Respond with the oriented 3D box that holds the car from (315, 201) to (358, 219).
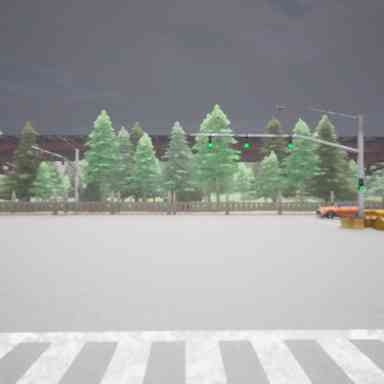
[{"bbox_3d":[14.919,1.775,33.600,4.553,1.767,2.097,0,-1,-2],"label":"car"}]
